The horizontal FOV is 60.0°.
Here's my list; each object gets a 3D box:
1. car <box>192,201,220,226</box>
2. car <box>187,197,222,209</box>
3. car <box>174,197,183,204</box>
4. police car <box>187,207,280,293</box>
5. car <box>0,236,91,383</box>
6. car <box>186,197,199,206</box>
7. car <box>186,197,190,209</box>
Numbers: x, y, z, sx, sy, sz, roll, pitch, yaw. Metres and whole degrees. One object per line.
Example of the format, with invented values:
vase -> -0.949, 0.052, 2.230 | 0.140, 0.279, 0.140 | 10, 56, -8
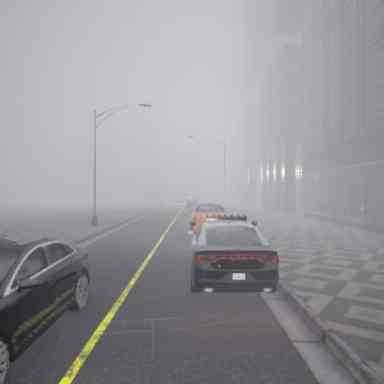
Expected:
car -> 0.940, 1.520, 24.911 | 1.882, 1.535, 5.008 | 0, 0, 0
car -> 0.929, 1.380, 18.881 | 2.097, 1.767, 4.553 | 0, 0, 0
car -> -2.879, 1.764, 71.702 | 2.033, 1.411, 5.357 | 0, 0, 0
police car -> 0.912, 1.436, 9.020 | 1.930, 1.638, 5.238 | 0, 0, 0
car -> -2.994, 1.497, 4.978 | 2.128, 1.511, 4.902 | 0, 0, 0
car -> 0.101, 1.661, 60.372 | 2.128, 1.511, 4.902 | 0, 0, 0
car -> 0.090, 1.713, 46.514 | 1.895, 1.301, 4.718 | 0, 0, 0
